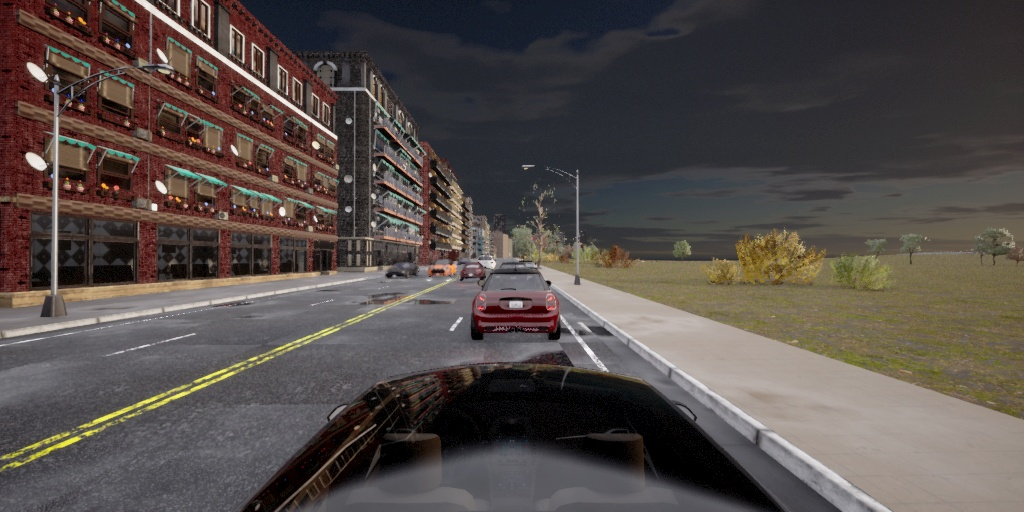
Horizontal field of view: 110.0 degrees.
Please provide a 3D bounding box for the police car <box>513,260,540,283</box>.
[{"bbox_3d":[1.098,1.179,29.401,1.930,1.638,5.238,0,0,0],"label":"police car"}]

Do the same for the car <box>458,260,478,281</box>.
[{"bbox_3d":[-3.190,1.279,30.086,1.812,1.442,4.674,0,0,0],"label":"car"}]

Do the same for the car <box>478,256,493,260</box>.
[{"bbox_3d":[-3.210,0.974,45.250,2.150,2.045,5.566,0,0,0],"label":"car"}]

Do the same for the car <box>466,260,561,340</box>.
[{"bbox_3d":[0.081,1.103,10.133,2.097,1.767,4.553,0,0,0],"label":"car"}]

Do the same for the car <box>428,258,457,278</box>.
[{"bbox_3d":[-6.647,1.105,34.420,2.097,1.767,4.553,0,0,0],"label":"car"}]

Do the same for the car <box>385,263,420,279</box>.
[{"bbox_3d":[-9.892,1.301,32.816,2.033,1.411,5.357,0,0,0],"label":"car"}]

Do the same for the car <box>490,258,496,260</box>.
[{"bbox_3d":[0.078,1.105,19.833,2.097,1.767,4.553,0,0,0],"label":"car"}]
